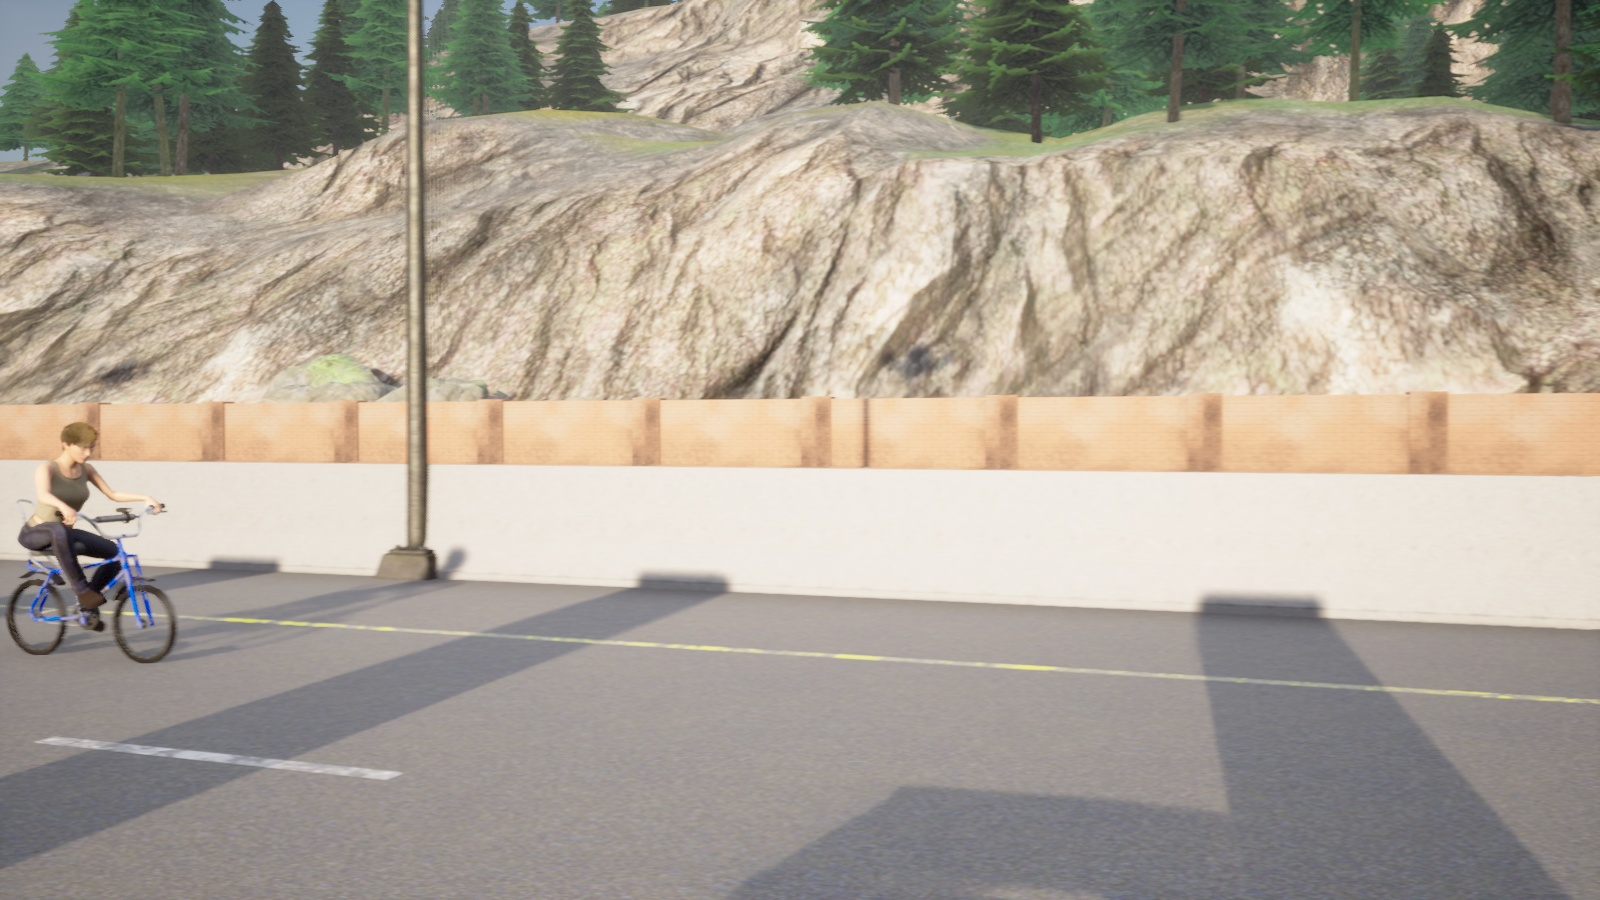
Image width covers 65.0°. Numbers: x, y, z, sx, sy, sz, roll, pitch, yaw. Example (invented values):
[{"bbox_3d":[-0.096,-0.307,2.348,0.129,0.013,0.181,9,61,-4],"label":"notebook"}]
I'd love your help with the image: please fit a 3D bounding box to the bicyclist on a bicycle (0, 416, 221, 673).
[{"bbox_3d":[-4.855,0.579,8.515,1.509,1.612,0.866,1,1,19],"label":"bicyclist on a bicycle"}]
